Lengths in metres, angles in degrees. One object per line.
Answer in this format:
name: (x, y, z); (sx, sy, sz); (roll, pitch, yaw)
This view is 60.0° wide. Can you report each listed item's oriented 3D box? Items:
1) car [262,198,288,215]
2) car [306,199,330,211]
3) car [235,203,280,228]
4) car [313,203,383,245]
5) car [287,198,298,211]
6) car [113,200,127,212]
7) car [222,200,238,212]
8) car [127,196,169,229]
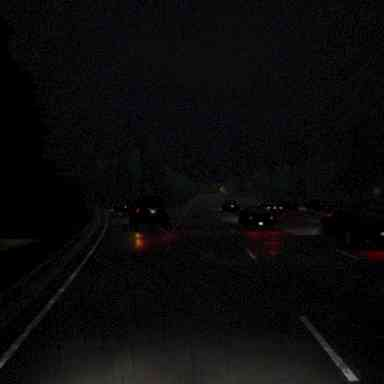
car: (8.101, 1.609, 34.816); (2.033, 1.411, 5.357); (0, 0, 2)
car: (15.240, 1.551, 39.991); (2.128, 1.511, 4.902); (0, 0, 2)
car: (4.278, 1.643, 22.575); (1.895, 1.301, 4.718); (0, 0, 2)
car: (7.593, 1.498, 15.529); (1.882, 1.535, 5.008); (0, 0, 2)
car: (11.784, 1.548, 41.697); (1.882, 1.535, 5.008); (0, 0, 2)
car: (-8.282, 1.667, 39.984); (1.994, 1.385, 4.181); (0, 0, -19)
car: (4.761, 1.645, 40.930); (1.994, 1.385, 4.181); (0, 0, 2)
car: (-2.960, 1.276, 22.321); (2.150, 2.045, 5.566); (0, 0, -14)
